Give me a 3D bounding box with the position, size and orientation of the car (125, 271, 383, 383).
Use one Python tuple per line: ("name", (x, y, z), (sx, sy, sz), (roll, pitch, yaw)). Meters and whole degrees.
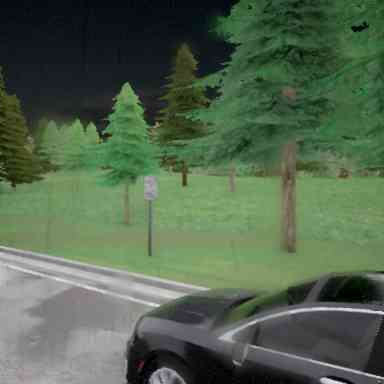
("car", (1.524, 1.503, 2.905), (4.892, 1.490, 1.837), (0, 0, 35))
